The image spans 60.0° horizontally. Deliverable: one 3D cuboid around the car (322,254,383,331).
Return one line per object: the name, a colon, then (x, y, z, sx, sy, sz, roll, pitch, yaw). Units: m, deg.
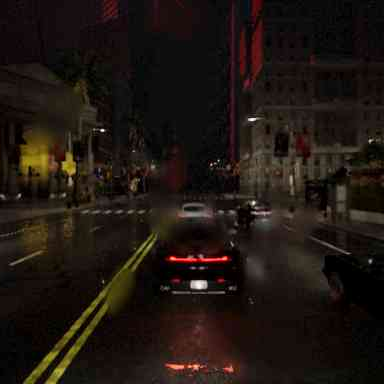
car: (3.616, 1.529, 4.744, 1.895, 1.301, 4.718, 0, 1, 0)

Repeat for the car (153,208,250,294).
car: (0.122, 1.380, 8.392, 1.837, 1.490, 4.892, 0, 1, 0)

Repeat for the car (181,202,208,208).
car: (0.122, 1.266, 17.491, 1.812, 1.442, 4.674, 0, 1, 0)

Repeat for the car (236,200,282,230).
car: (3.627, 1.214, 18.658, 2.128, 1.511, 4.902, 0, 1, 0)
